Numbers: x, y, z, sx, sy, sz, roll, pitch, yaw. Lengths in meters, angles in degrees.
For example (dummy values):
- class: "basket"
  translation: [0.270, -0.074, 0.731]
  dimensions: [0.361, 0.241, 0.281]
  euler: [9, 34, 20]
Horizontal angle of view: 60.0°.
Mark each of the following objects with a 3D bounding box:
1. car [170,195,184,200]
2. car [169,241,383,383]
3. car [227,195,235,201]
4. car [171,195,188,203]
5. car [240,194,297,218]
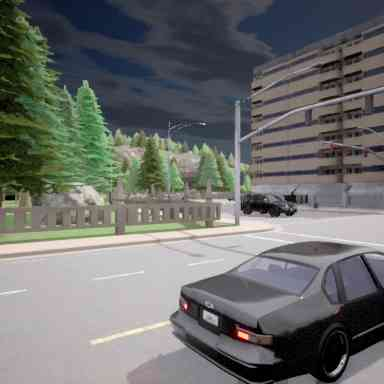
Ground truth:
- class: "car"
  translation: [-2.429, 1.492, 48.720]
  dimensions: [2.033, 1.411, 5.357]
  euler: [0, 0, -12]
- class: "car"
  translation: [2.273, 1.547, 5.410]
  dimensions: [5.357, 1.411, 2.033]
  euler: [0, 0, -35]
- class: "car"
  translation: [10.412, 1.484, 78.782]
  dimensions: [2.033, 1.411, 5.357]
  euler: [0, 0, 40]
- class: "car"
  translation: [-2.495, 1.441, 67.983]
  dimensions: [2.128, 1.511, 4.902]
  euler: [0, 0, 14]
- class: "car"
  translation: [6.856, 1.166, 30.288]
  dimensions: [2.150, 2.045, 5.566]
  euler: [0, 0, -34]
